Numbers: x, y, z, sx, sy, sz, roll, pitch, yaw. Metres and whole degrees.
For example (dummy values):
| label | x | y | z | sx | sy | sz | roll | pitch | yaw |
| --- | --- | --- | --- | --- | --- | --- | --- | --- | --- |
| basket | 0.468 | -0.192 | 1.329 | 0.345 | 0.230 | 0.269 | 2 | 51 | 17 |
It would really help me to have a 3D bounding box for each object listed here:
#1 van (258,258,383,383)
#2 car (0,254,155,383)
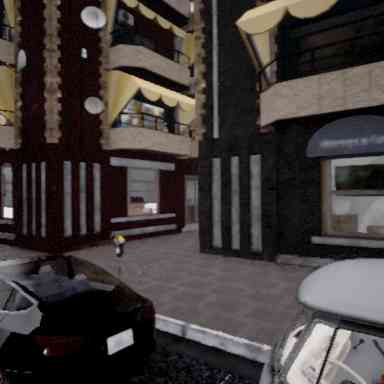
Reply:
| label | x | y | z | sx | sy | sz | roll | pitch | yaw |
| --- | --- | --- | --- | --- | --- | --- | --- | --- | --- |
| van | 2.175 | 1.343 | 1.341 | 3.998 | 1.788 | 1.690 | 0 | -1 | 36 |
| car | -2.425 | 1.558 | 4.616 | 4.313 | 1.339 | 1.947 | 0 | -1 | 35 |
